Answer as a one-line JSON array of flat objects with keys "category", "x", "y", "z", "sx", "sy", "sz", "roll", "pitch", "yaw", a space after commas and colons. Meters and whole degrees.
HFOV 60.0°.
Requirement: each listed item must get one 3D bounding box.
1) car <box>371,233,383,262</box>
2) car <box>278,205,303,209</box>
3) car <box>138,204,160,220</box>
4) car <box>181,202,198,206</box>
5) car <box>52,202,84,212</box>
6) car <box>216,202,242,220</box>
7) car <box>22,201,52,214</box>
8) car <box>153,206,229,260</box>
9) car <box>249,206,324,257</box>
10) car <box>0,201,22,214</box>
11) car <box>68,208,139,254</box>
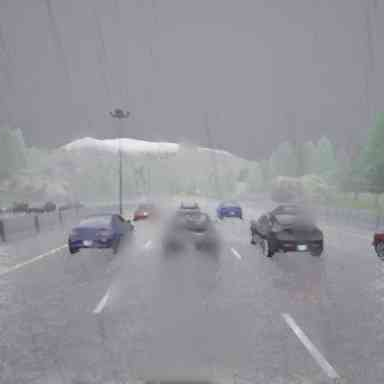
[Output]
[{"category": "car", "x": 6.978, "y": 1.575, "z": 9.066, "sx": 1.895, "sy": 1.301, "sz": 4.718, "roll": 0, "pitch": 0, "yaw": 0}, {"category": "car", "x": 6.802, "y": 1.603, "z": 23.628, "sx": 2.033, "sy": 1.411, "sz": 5.357, "roll": 0, "pitch": 0, "yaw": 0}, {"category": "car", "x": -3.739, "y": 1.717, "z": 28.542, "sx": 1.994, "sy": 1.385, "sz": 4.181, "roll": 0, "pitch": -1, "yaw": -1}, {"category": "car", "x": -0.234, "y": 1.622, "z": 27.995, "sx": 2.128, "sy": 1.511, "sz": 4.902, "roll": 0, "pitch": -1, "yaw": -1}, {"category": "car", "x": -14.561, "y": 1.904, "z": 40.246, "sx": 2.033, "sy": 1.411, "sz": 5.357, "roll": 0, "pitch": -1, "yaw": -1}, {"category": "car", "x": 3.251, "y": 1.607, "z": 29.552, "sx": 1.882, "sy": 1.535, "sz": 5.008, "roll": 0, "pitch": -1, "yaw": -1}, {"category": "car", "x": -18.057, "y": 1.852, "z": 40.274, "sx": 1.882, "sy": 1.535, "sz": 5.008, "roll": 0, "pitch": -1, "yaw": -1}, {"category": "car", "x": -0.048, "y": 1.511, "z": 12.517, "sx": 2.128, "sy": 1.511, "sz": 4.902, "roll": 0, "pitch": 0, "yaw": -1}, {"category": "car", "x": 3.448, "y": 1.509, "z": 12.887, "sx": 1.837, "sy": 1.490, "sz": 4.892, "roll": 0, "pitch": 0, "yaw": -1}, {"category": "car", "x": -21.559, "y": 1.889, "z": 40.612, "sx": 2.128, "sy": 1.511, "sz": 4.902, "roll": 0, "pitch": -1, "yaw": -1}, {"category": "car", "x": -3.559, "y": 1.566, "z": 13.603, "sx": 1.812, "sy": 1.442, "sz": 4.674, "roll": 0, "pitch": 0, "yaw": -1}]
